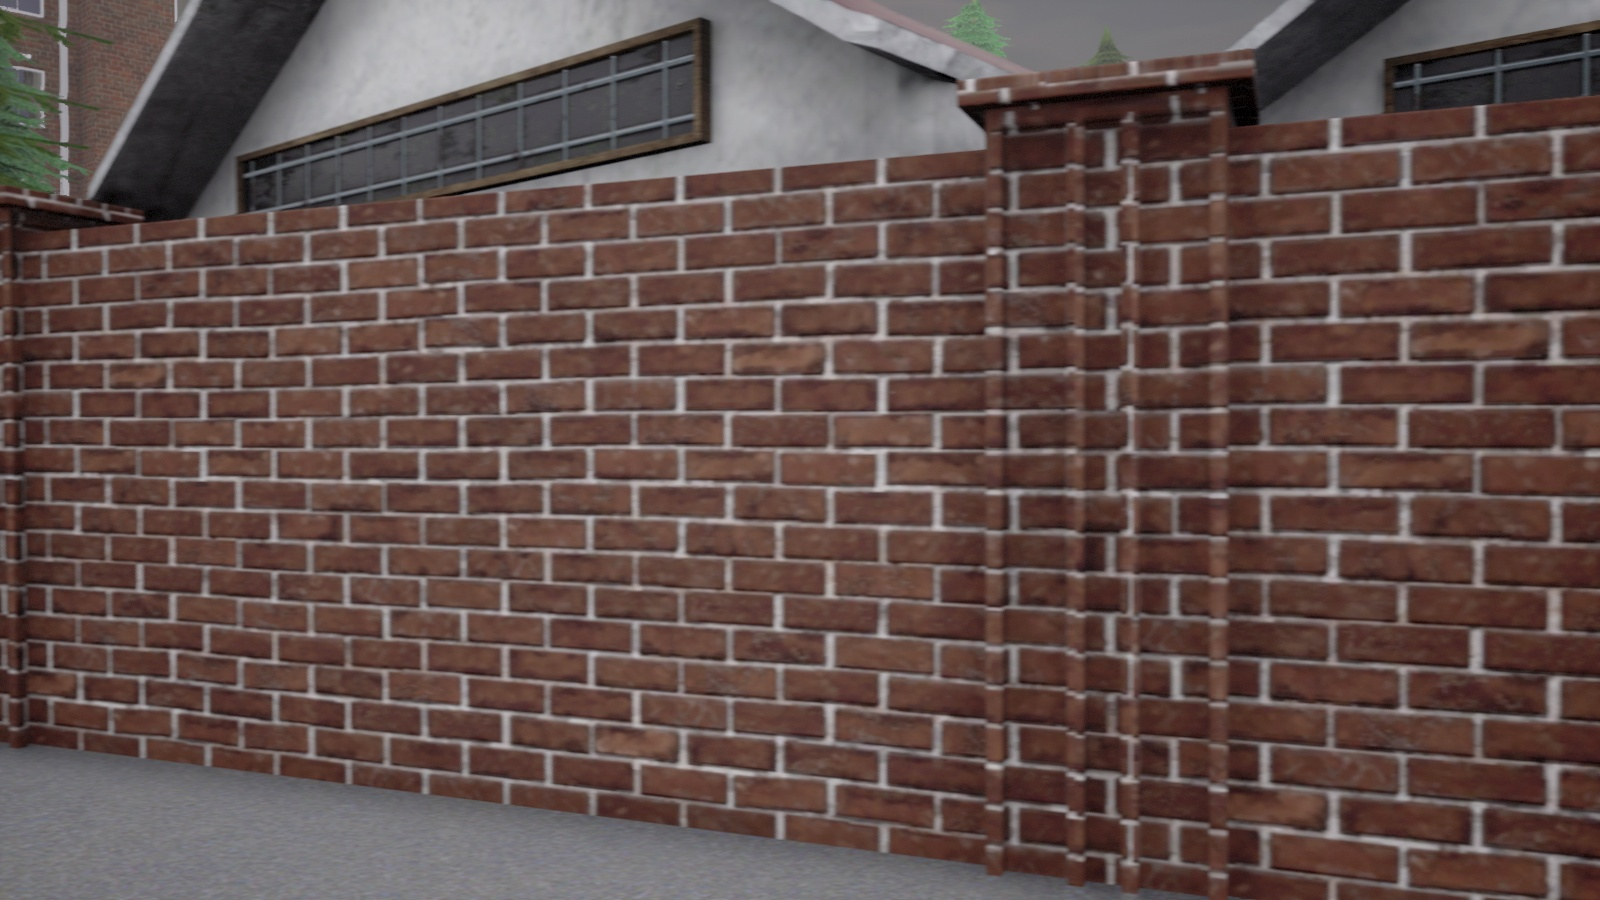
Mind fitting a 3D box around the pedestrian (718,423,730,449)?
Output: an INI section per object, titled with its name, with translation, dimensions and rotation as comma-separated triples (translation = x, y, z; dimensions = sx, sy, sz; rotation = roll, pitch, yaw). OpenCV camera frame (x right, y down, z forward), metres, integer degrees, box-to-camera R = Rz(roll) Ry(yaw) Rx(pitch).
[pedestrian]
translation = -5.368, -0.982, 88.707
dimensions = 0.703, 1.840, 0.431
rotation = 1, 1, 41
